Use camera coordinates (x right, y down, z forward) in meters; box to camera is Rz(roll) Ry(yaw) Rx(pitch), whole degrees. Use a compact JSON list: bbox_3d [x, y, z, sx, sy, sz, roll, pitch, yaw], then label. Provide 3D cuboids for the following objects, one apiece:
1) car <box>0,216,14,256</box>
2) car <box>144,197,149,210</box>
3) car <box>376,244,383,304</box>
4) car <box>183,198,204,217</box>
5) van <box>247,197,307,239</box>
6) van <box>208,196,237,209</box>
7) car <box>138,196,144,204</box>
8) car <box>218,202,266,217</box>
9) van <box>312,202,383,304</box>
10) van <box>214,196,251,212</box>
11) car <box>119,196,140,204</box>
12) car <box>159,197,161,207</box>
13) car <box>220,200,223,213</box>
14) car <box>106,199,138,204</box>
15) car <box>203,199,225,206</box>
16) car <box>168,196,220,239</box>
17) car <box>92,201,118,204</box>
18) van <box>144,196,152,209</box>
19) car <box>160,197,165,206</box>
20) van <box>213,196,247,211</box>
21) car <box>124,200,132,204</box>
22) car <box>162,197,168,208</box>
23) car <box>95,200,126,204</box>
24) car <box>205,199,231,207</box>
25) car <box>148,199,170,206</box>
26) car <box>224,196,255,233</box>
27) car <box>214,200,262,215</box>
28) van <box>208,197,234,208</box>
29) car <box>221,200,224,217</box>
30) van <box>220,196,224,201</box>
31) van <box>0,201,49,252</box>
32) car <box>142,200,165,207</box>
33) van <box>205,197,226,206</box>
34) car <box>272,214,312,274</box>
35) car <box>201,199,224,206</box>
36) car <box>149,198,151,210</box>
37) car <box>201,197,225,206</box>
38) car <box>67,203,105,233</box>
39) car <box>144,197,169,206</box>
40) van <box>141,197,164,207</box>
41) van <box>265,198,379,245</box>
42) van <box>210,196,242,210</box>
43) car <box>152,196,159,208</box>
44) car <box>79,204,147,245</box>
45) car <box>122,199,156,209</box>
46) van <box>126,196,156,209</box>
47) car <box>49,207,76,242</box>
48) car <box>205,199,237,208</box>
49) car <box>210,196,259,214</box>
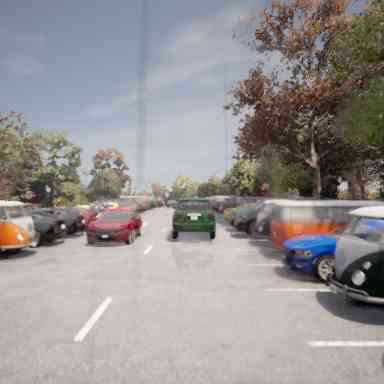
[{"bbox_3d":[-8.012,1.548,9.272,4.792,1.488,2.163,0,0,0],"label":"car"},{"bbox_3d":[-8.051,1.734,39.810,5.008,1.535,2.097,0,0,0],"label":"car"},{"bbox_3d":[5.068,1.517,3.670,4.792,1.488,2.163,0,0,0],"label":"car"},{"bbox_3d":[0.131,1.571,35.458,2.097,1.767,4.553,1,0,0],"label":"car"},{"bbox_3d":[4.921,1.331,14.750,4.442,1.987,1.878,0,0,0],"label":"van"},{"bbox_3d":[4.916,1.676,53.515,4.442,1.987,1.878,0,-1,0],"label":"van"},{"bbox_3d":[-8.076,1.589,37.035,4.553,1.767,2.185,0,0,0],"label":"car"},{"bbox_3d":[5.033,1.734,34.138,4.674,1.452,2.002,0,0,0],"label":"car"},{"bbox_3d":[4.930,1.275,6.424,4.442,1.987,1.878,0,0,0],"label":"van"},{"bbox_3d":[5.151,1.528,42.577,4.442,1.987,1.878,0,0,0],"label":"van"},{"bbox_3d":[-8.076,1.569,34.259,4.553,1.767,2.185,0,0,0],"label":"car"},{"bbox_3d":[-8.045,2.010,56.444,4.674,1.452,2.002,0,-1,0],"label":"car"},{"bbox_3d":[5.039,1.696,28.724,4.674,1.452,2.002,0,0,0],"label":"car"},{"bbox_3d":[-8.230,1.672,31.482,5.366,1.575,1.946,0,0,0],"label":"car"},{"bbox_3d":[5.023,2.415,75.666,4.892,1.521,2.231,0,-1,0],"label":"car"},{"bbox_3d":[0.097,1.323,18.194,2.150,2.045,5.566,0,0,0],"label":"car"},{"bbox_3d":[-8.229,1.614,23.154,5.366,1.575,1.946,0,0,0],"label":"car"},{"bbox_3d":[-8.163,1.547,45.364,4.442,1.987,1.878,0,0,0],"label":"van"},{"bbox_3d":[-8.043,2.162,64.772,5.008,1.535,2.097,0,-1,0],"label":"car"},{"bbox_3d":[5.150,1.546,45.222,4.442,1.987,1.878,0,0,0],"label":"van"},{"bbox_3d":[-8.050,1.657,28.706,4.892,1.521,2.231,0,0,0],"label":"car"},{"bbox_3d":[-3.546,2.098,59.054,2.033,1.411,5.357,0,-1,1],"label":"car"},{"bbox_3d":[-8.037,1.637,25.930,4.892,1.521,2.231,0,0,0],"label":"car"},{"bbox_3d":[5.026,2.158,64.587,5.008,1.535,2.097,0,-1,0],"label":"car"},{"bbox_3d":[-8.044,2.558,81.420,5.008,1.535,2.097,0,-1,0],"label":"car"},{"bbox_3d":[5.009,1.345,20.290,5.566,2.045,2.435,0,0,0],"label":"car"},{"bbox_3d":[5.029,1.713,36.910,5.008,1.535,2.097,0,0,0],"label":"car"},{"bbox_3d":[5.149,1.804,59.053,4.442,1.987,1.878,0,-1,0],"label":"van"},{"bbox_3d":[5.031,1.635,25.829,5.008,1.535,2.097,0,0,0],"label":"car"},{"bbox_3d":[5.152,1.449,31.496,4.442,1.987,1.878,0,0,0],"label":"van"},{"bbox_3d":[-7.925,1.313,12.051,4.442,1.987,1.878,0,0,0],"label":"van"},{"bbox_3d":[-8.047,2.331,70.322,4.674,1.452,2.002,0,-1,0],"label":"car"},{"bbox_3d":[5.147,2.125,72.901,4.442,1.987,1.878,0,-1,0],"label":"van"},{"bbox_3d":[5.044,1.518,9.208,5.008,1.535,2.097,0,0,0],"label":"car"},{"bbox_3d":[4.844,2.477,78.432,5.366,1.575,1.946,0,-1,0],"label":"car"},{"bbox_3d":[-8.043,1.794,42.586,4.674,1.452,2.002,0,0,0],"label":"car"},{"bbox_3d":[5.057,2.299,81.206,5.566,2.045,2.435,0,-2,0],"label":"car"},{"bbox_3d":[-8.072,1.627,20.377,4.792,1.488,2.163,0,0,0],"label":"car"},{"bbox_3d":[-8.078,2.168,75.879,5.566,2.045,2.435,0,-1,0],"label":"car"},{"bbox_3d":[-7.932,2.001,67.553,4.442,1.987,1.878,0,-1,0],"label":"van"},{"bbox_3d":[5.155,1.312,11.980,4.442,1.987,1.878,0,0,0],"label":"van"},{"bbox_3d":[4.917,1.567,48.125,4.442,1.987,1.878,0,-1,0],"label":"van"},{"bbox_3d":[-8.018,1.542,48.140,5.566,2.045,2.435,0,0,0],"label":"car"},{"bbox_3d":[-3.592,1.565,16.192,1.882,1.535,5.008,0,0,0],"label":"car"},{"bbox_3d":[-8.018,1.871,50.888,4.792,1.488,2.163,0,-1,0],"label":"car"},{"bbox_3d":[-8.164,1.680,53.675,4.442,1.987,1.878,0,-1,0],"label":"van"},{"bbox_3d":[-8.071,1.588,14.825,4.792,1.488,2.163,0,0,0],"label":"car"},{"bbox_3d":[4.848,1.963,56.277,5.366,1.575,1.946,0,-1,0],"label":"car"},{"bbox_3d":[5.006,1.483,39.806,5.566,2.045,2.435,0,0,0],"label":"car"}]
